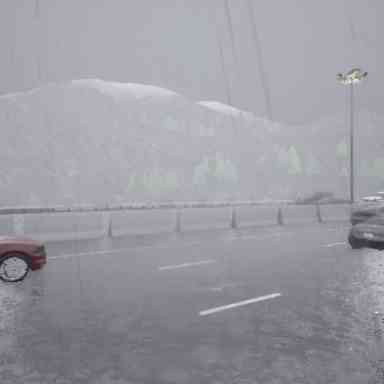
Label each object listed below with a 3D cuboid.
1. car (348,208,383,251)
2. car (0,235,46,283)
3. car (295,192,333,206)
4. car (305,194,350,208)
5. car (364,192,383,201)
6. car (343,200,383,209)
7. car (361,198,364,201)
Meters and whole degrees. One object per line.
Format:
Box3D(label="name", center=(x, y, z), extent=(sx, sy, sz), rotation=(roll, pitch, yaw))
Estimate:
Box3D(label="car", center=(7.916, 1.481, 12.676), extent=(4.181, 1.385, 1.994), rotation=(0, 0, -30))
Box3D(label="car", center=(-6.158, 1.461, 7.866), extent=(5.008, 1.535, 1.882), rotation=(0, 0, -36))
Box3D(label="car", center=(16.434, 0.969, 44.247), extent=(5.566, 2.045, 2.150), rotation=(0, 0, -22))
Box3D(label="car", center=(16.947, 1.309, 40.686), extent=(5.357, 1.411, 2.033), rotation=(0, 0, -22))
Box3D(label="car", center=(20.721, 1.129, 34.630), extent=(4.553, 1.767, 2.097), rotation=(0, 0, -22))
Box3D(label="car", center=(10.819, 1.388, 18.266), extent=(4.892, 1.490, 1.837), rotation=(0, 0, -28))
Box3D(label="car", center=(22.511, 0.975, 39.125), extent=(5.566, 2.045, 2.150), rotation=(0, 0, -20))
